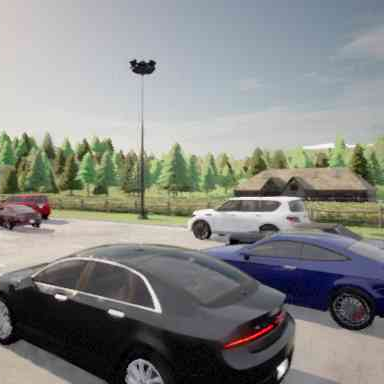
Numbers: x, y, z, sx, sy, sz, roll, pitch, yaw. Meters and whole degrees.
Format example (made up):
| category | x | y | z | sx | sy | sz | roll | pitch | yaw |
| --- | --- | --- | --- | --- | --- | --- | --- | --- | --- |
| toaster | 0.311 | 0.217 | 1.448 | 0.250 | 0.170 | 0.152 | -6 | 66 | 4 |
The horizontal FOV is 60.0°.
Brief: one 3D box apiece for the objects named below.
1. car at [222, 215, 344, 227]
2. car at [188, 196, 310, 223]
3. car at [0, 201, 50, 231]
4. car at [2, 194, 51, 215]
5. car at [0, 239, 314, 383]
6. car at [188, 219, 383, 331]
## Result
| category | x | y | z | sx | sy | sz | roll | pitch | yaw |
| --- | --- | --- | --- | --- | --- | --- | --- | --- | --- |
| car | 3.438 | 1.598 | 10.140 | 4.718 | 1.301 | 1.895 | 0 | 0 | 36 |
| car | 2.470 | 1.216 | 15.132 | 5.566 | 2.045 | 2.150 | 0 | 0 | 36 |
| car | -11.089 | 1.502 | 20.491 | 4.674 | 1.442 | 1.812 | 0 | 0 | 36 |
| car | -13.554 | 1.194 | 26.566 | 5.566 | 2.045 | 2.150 | 0 | 0 | 36 |
| car | -1.060 | 1.502 | 4.751 | 4.892 | 1.490 | 1.837 | 0 | 0 | 36 |
| car | 2.034 | 1.523 | 6.840 | 4.674 | 1.442 | 1.812 | 0 | 0 | 36 |
